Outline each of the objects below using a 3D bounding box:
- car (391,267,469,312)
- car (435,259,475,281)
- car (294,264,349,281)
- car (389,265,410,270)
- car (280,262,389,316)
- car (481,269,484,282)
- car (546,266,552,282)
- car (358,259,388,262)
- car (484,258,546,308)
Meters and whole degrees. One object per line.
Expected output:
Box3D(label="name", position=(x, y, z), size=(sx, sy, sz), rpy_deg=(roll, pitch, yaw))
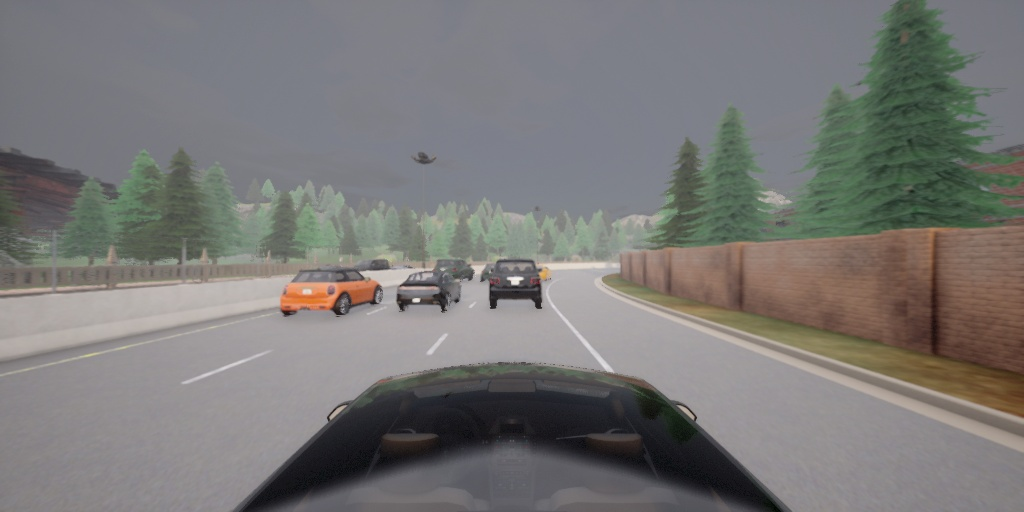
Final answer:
Box3D(label="car", position=(-3.319, 1.382, 15.077), size=(2.128, 1.511, 4.902), rpy_deg=(0, -1, 1))
Box3D(label="car", position=(-5.039, 1.289, 31.891), size=(2.150, 2.045, 5.566), rpy_deg=(0, -1, 11))
Box3D(label="car", position=(-18.715, 1.599, 35.588), size=(2.128, 1.511, 4.902), rpy_deg=(0, -1, 12))
Box3D(label="car", position=(-11.392, 1.641, 36.421), size=(1.812, 1.442, 4.674), rpy_deg=(0, -1, 13))
Box3D(label="car", position=(-6.835, 1.233, 14.159), size=(2.097, 1.767, 4.553), rpy_deg=(0, -1, 1))
Box3D(label="car", position=(-1.312, 1.426, 32.445), size=(2.097, 1.767, 4.553), rpy_deg=(0, -1, 11))
Box3D(label="car", position=(2.645, 1.570, 34.229), size=(1.882, 1.535, 5.008), rpy_deg=(0, -1, 13))
Box3D(label="car", position=(-14.832, 1.346, 37.186), size=(2.150, 2.045, 5.566), rpy_deg=(0, -1, 13))
Box3D(label="car", position=(0.212, 1.125, 16.219), size=(2.150, 2.045, 5.566), rpy_deg=(0, -1, 2))
